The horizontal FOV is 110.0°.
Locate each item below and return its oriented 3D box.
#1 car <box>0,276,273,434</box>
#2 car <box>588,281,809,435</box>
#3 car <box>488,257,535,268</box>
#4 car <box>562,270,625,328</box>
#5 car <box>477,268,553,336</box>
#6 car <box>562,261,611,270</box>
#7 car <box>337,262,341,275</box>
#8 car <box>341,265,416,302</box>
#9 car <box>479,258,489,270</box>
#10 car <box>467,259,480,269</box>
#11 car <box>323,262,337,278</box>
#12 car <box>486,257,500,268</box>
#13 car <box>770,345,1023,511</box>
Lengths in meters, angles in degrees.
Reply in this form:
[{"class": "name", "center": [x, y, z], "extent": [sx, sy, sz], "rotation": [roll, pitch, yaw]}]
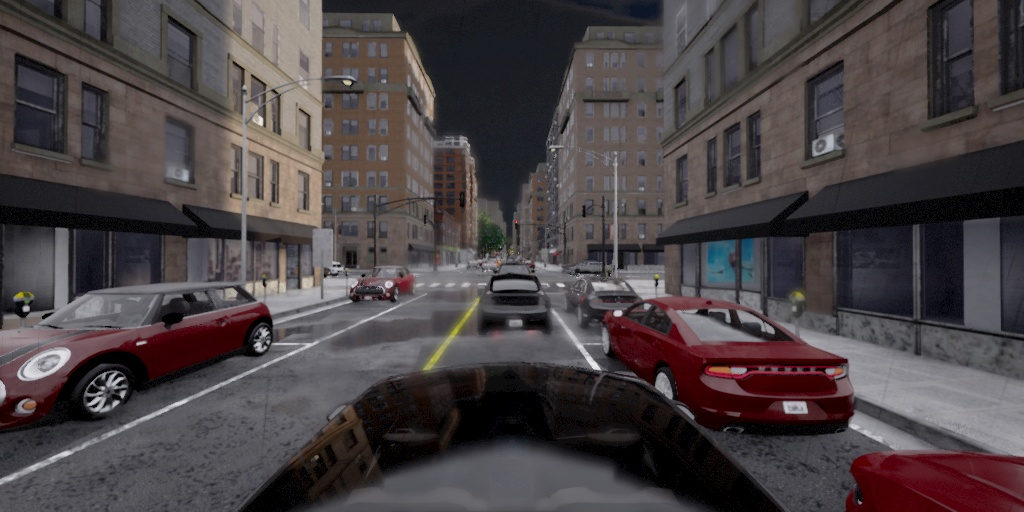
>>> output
[{"class": "car", "center": [-5.855, 1.187, 5.609], "extent": [1.967, 1.591, 4.097], "rotation": [0, 0, 0]}, {"class": "car", "center": [2.671, 1.293, 5.611], "extent": [1.888, 1.381, 4.507], "rotation": [0, 0, 0]}, {"class": "car", "center": [0.104, 1.095, 17.939], "extent": [2.097, 1.767, 4.553], "rotation": [0, 0, 0]}, {"class": "car", "center": [2.674, 1.296, 11.103], "extent": [2.007, 1.370, 4.403], "rotation": [0, 0, 0]}, {"class": "car", "center": [0.050, 1.251, 10.390], "extent": [1.837, 1.490, 4.892], "rotation": [0, 0, -1]}, {"class": "car", "center": [7.395, 1.264, 35.733], "extent": [4.902, 1.511, 2.128], "rotation": [1, 0, -8]}, {"class": "car", "center": [-18.397, 0.870, 32.604], "extent": [5.566, 2.045, 2.150], "rotation": [0, 0, -1]}, {"class": "car", "center": [-5.850, 1.183, 16.595], "extent": [1.967, 1.591, 4.097], "rotation": [0, 0, 0]}, {"class": "car", "center": [-3.174, 1.351, 50.973], "extent": [1.895, 1.301, 4.718], "rotation": [0, 0, 0]}, {"class": "car", "center": [-5.963, 1.304, 54.956], "extent": [2.007, 1.370, 4.403], "rotation": [0, 0, -1]}, {"class": "car", "center": [-17.503, 1.106, 29.362], "extent": [5.008, 1.535, 1.882], "rotation": [0, 0, -2]}, {"class": "car", "center": [-3.231, 1.113, 60.945], "extent": [2.097, 1.767, 4.553], "rotation": [0, 0, 0]}, {"class": "car", "center": [2.669, 1.296, 0.120], "extent": [1.888, 1.381, 4.507], "rotation": [0, 0, 0]}]
